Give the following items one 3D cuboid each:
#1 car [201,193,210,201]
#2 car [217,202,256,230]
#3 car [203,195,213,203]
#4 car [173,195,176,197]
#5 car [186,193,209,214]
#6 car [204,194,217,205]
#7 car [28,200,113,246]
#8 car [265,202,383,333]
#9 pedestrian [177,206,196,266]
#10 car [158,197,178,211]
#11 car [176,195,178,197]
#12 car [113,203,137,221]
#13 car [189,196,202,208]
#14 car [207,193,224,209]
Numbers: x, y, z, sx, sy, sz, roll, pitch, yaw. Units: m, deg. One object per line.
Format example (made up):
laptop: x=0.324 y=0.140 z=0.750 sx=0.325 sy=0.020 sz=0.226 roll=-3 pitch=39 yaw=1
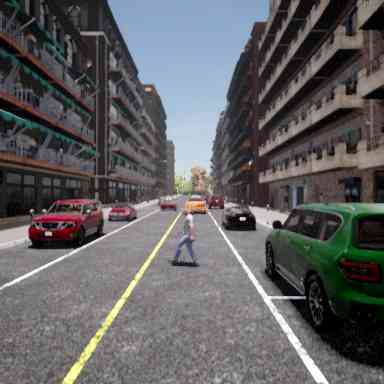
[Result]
car: x=3.501 y=1.251 z=87.686 sx=2.192 sy=1.841 sz=5.009 roll=1 pitch=0 yaw=1
car: x=2.889 y=1.547 z=20.873 sx=1.947 sy=1.339 sz=4.313 roll=1 pitch=0 yaw=1
car: x=3.346 y=1.384 z=70.983 sx=1.967 sy=1.590 sz=4.097 roll=1 pitch=0 yaw=1
car: x=-5.036 y=1.469 z=70.923 sx=1.752 sy=1.417 sz=4.829 roll=1 pitch=0 yaw=1
car: x=0.413 y=1.321 z=35.534 sx=2.097 sy=1.767 sz=4.553 roll=0 pitch=0 yaw=1
car: x=3.247 y=1.266 z=59.847 sx=2.192 sy=1.841 sz=5.009 roll=1 pitch=0 yaw=1
car: x=-5.538 y=1.300 z=15.414 sx=2.192 sy=1.841 sz=5.009 roll=1 pitch=0 yaw=1
car: x=3.062 y=1.218 z=6.901 sx=2.150 sy=2.045 sz=5.566 roll=0 pitch=0 yaw=1
pedestrian: x=-0.177 y=1.282 z=10.022 sx=0.375 sy=1.860 sz=0.375 roll=1 pitch=-1 yaw=-2
car: x=-2.733 y=1.566 z=40.009 sx=1.895 sy=1.301 sz=4.718 roll=0 pitch=0 yaw=1
car: x=-4.833 y=1.458 z=93.192 sx=1.752 sy=1.417 sz=4.829 roll=1 pitch=0 yaw=1
car: x=-5.440 y=1.558 z=26.551 sx=1.802 sy=1.307 sz=4.206 roll=1 pitch=0 yaw=1
car: x=0.536 y=1.435 z=49.643 sx=1.882 sy=1.535 sz=5.008 roll=0 pitch=0 yaw=1
car: x=3.095 y=1.278 z=43.144 sx=2.192 sy=1.841 sz=5.009 roll=1 pitch=0 yaw=1
